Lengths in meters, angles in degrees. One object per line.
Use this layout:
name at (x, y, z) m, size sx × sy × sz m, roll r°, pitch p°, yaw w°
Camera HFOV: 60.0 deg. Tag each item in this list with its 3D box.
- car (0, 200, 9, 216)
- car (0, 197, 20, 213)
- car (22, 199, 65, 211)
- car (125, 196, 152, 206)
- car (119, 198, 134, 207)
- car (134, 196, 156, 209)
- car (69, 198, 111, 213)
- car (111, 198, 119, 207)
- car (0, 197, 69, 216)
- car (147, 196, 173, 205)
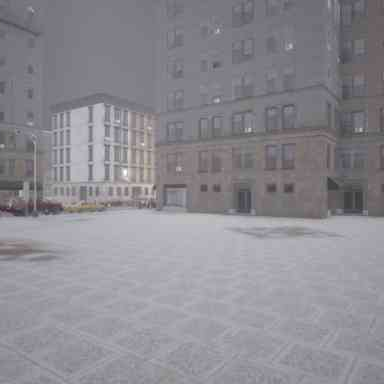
car at (-17.941, 1.577, 27.118) m, size 2.008 × 1.369 × 4.403 m, roll 0°, pitch 0°, yaw 36°
car at (-21.251, 1.430, 36.212) m, size 1.967 × 1.590 × 4.097 m, roll 0°, pitch 0°, yaw 36°
car at (-18.070, 1.542, 40.588) m, size 2.008 × 1.369 × 4.403 m, roll 0°, pitch 0°, yaw 36°
car at (-8.528, 1.436, 53.714) m, size 1.967 × 1.590 × 4.097 m, roll 0°, pitch 0°, yaw 36°
car at (-8.102, 1.513, 49.951) m, size 1.837 × 1.490 × 4.892 m, roll 0°, pitch 0°, yaw 36°
car at (-5.218, 1.472, 44.620) m, size 1.967 × 1.590 × 4.097 m, roll 0°, pitch 0°, yaw 36°
car at (-11.479, 1.554, 36.007) m, size 1.752 × 1.417 × 4.829 m, roll 0°, pitch 0°, yaw 36°
car at (-11.709, 1.539, 49.339) m, size 1.887 × 1.381 × 4.507 m, roll 0°, pitch 0°, yaw 36°
car at (-14.759, 1.342, 31.493) m, size 2.192 × 1.841 × 5.009 m, roll 0°, pitch 0°, yaw 36°
car at (-5.448, 1.523, 57.952) m, size 1.752 × 1.417 × 4.829 m, roll 0°, pitch 0°, yaw 36°
